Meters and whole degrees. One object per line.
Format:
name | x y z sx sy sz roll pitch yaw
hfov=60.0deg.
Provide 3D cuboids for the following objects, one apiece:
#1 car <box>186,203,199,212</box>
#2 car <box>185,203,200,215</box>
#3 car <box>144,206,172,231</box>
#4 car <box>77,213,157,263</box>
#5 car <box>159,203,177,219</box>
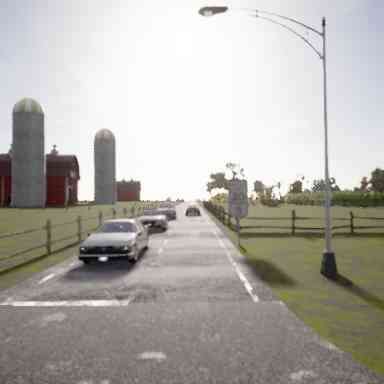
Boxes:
car | 0.146 2.430 53.125 1.994 1.385 4.181 -1 -1 0
car | 0.116 2.222 43.122 1.812 1.442 4.674 -1 -1 0
car | -2.784 1.976 23.780 1.994 1.385 4.181 -1 -1 0
car | -2.819 1.786 13.232 2.033 1.411 5.357 -1 -1 0
car | -2.742 1.959 35.391 2.097 1.767 4.553 -1 -1 0
